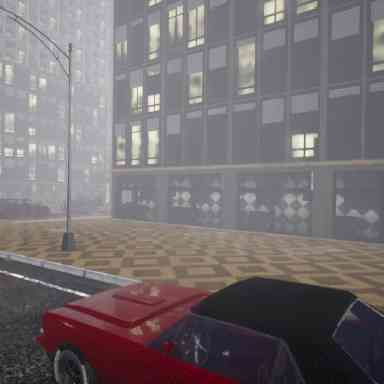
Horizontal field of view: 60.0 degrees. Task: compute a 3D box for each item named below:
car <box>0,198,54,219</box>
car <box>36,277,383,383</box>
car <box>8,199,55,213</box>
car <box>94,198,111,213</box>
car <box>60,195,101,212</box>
[{"bbox_3d":[-15.766,1.517,30.760,2.192,1.841,5.009,1,0,37],"label":"car"},{"bbox_3d":[0.487,1.600,3.340,4.718,1.301,1.895,0,0,36],"label":"car"},{"bbox_3d":[-19.244,1.641,40.143,1.752,1.417,4.829,1,0,37],"label":"car"},{"bbox_3d":[-8.949,1.828,39.957,1.752,1.417,4.829,1,0,37],"label":"car"},{"bbox_3d":[-14.031,1.425,42.798,2.150,2.045,5.566,1,0,37],"label":"car"}]
